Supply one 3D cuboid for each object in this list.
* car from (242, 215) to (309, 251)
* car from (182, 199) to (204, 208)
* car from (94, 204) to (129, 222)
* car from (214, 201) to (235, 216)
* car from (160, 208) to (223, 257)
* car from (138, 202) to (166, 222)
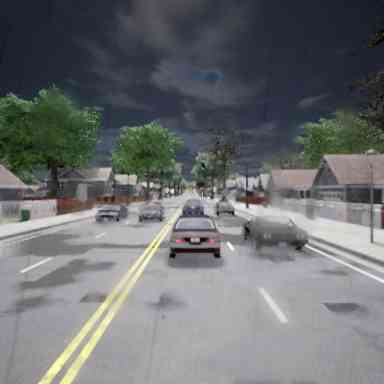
[{"bbox_3d":[3.346,1.655,14.423,1.895,1.301,4.718,0,0,0],"label":"car"},{"bbox_3d":[0.101,1.472,32.921,2.097,1.767,4.553,0,0,0],"label":"car"},{"bbox_3d":[-6.499,1.706,27.678,2.033,1.411,5.357,0,0,0],"label":"car"},{"bbox_3d":[3.344,1.675,34.875,2.033,1.411,5.357,0,0,0],"label":"car"},{"bbox_3d":[0.100,1.597,13.161,2.033,1.411,5.357,0,0,0],"label":"car"},{"bbox_3d":[-3.249,1.664,27.678,1.837,1.490,4.892,0,0,0],"label":"car"}]
